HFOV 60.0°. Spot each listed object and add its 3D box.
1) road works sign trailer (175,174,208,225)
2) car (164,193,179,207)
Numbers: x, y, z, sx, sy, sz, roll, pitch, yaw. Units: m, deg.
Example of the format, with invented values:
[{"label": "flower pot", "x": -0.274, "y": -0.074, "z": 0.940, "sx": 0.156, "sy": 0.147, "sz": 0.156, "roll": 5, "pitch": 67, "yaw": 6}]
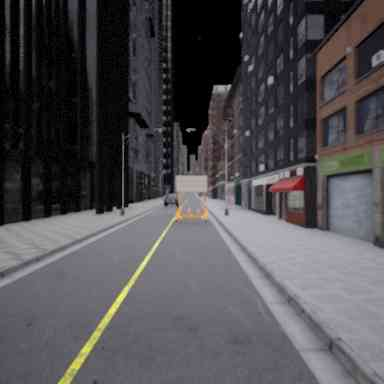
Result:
[{"label": "road works sign trailer", "x": -0.012, "y": 0.461, "z": 24.320, "sx": 2.380, "sy": 3.560, "sz": 2.880, "roll": 0, "pitch": 0, "yaw": 0}, {"label": "car", "x": -3.094, "y": 1.224, "z": 51.194, "sx": 2.150, "sy": 2.045, "sz": 5.566, "roll": 0, "pitch": 0, "yaw": 0}]
